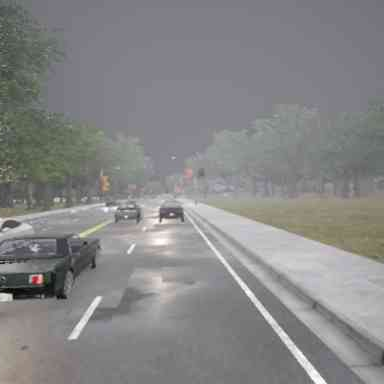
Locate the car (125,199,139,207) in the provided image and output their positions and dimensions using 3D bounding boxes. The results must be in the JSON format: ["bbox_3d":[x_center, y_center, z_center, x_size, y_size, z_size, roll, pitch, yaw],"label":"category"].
[{"bbox_3d":[-10.442,1.845,57.855,1.895,1.301,4.718,-1,0,-4],"label":"car"}]

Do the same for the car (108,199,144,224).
[{"bbox_3d":[-4.870,1.576,26.106,2.128,1.511,4.902,-1,0,-4],"label":"car"}]

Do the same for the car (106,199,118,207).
[{"bbox_3d":[-13.684,1.926,57.628,1.895,1.301,4.718,-1,0,-4],"label":"car"}]

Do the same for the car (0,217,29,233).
[{"bbox_3d":[-7.358,1.674,12.095,1.812,1.442,4.674,-1,0,-4],"label":"car"}]

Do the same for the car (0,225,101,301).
[{"bbox_3d":[-3.630,1.669,8.385,1.895,1.301,4.718,-1,0,-4],"label":"car"}]

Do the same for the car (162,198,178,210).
[{"bbox_3d":[-2.872,1.604,44.072,1.994,1.385,4.181,-1,0,-4],"label":"car"}]

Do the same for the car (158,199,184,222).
[{"bbox_3d":[-1.654,1.490,26.656,1.882,1.535,5.008,-1,0,-4],"label":"car"}]
